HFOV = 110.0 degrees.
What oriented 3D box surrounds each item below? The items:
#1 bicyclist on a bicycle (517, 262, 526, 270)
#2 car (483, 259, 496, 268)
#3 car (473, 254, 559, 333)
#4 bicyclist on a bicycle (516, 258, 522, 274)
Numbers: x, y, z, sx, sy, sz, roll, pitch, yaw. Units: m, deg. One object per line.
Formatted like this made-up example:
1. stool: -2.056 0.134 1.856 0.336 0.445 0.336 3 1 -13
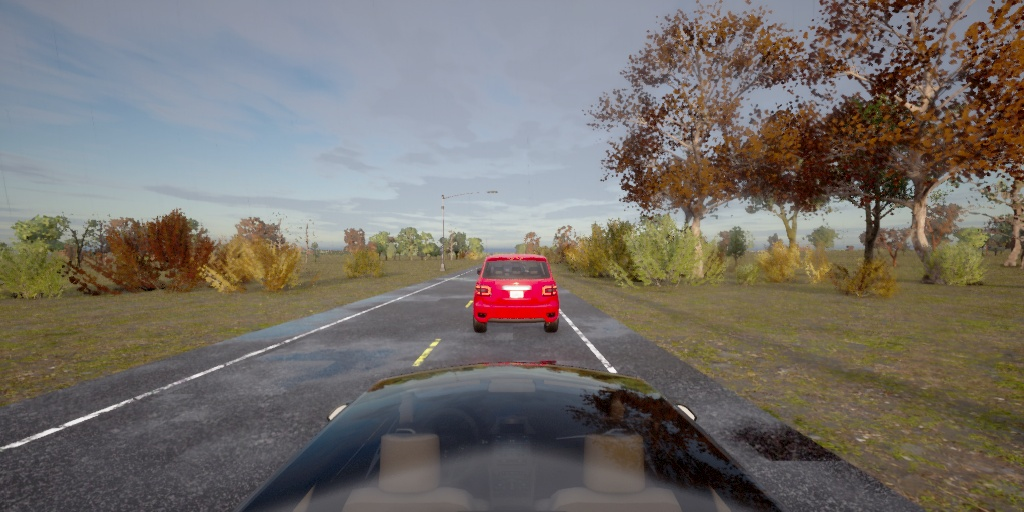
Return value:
1. bicyclist on a bicycle: 0.872 1.110 30.063 0.659 1.776 1.843 0 0 0
2. car: -3.965 1.280 63.122 2.033 1.411 5.357 0 0 0
3. car: 0.083 0.968 10.884 2.150 2.045 5.566 0 0 -1
4. bicyclist on a bicycle: 0.801 1.107 40.075 0.659 1.776 1.843 0 0 0
